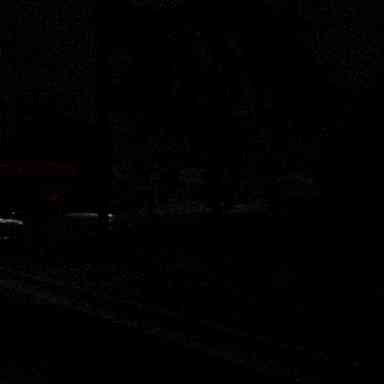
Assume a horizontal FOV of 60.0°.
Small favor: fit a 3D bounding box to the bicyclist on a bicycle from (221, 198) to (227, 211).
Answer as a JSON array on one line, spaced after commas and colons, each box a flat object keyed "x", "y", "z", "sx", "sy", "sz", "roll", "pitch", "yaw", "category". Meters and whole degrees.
[{"x": 3.022, "y": 1.248, "z": 35.457, "sx": 1.656, "sy": 1.620, "sz": 0.582, "roll": 0, "pitch": 0, "yaw": 34, "category": "bicyclist on a bicycle"}]

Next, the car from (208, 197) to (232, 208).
[{"x": 4.206, "y": 1.511, "z": 49.358, "sx": 1.882, "sy": 1.535, "sz": 5.008, "roll": 0, "pitch": 0, "yaw": 34, "category": "car"}]

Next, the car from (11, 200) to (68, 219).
[{"x": -13.500, "y": 1.543, "z": 29.700, "sx": 1.837, "sy": 1.490, "sz": 4.892, "roll": 0, "pitch": 0, "yaw": 34, "category": "car"}]

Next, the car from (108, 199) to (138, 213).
[{"x": -8.229, "y": 1.543, "z": 37.501, "sx": 1.837, "sy": 1.490, "sz": 4.892, "roll": 0, "pitch": 0, "yaw": 34, "category": "car"}]
